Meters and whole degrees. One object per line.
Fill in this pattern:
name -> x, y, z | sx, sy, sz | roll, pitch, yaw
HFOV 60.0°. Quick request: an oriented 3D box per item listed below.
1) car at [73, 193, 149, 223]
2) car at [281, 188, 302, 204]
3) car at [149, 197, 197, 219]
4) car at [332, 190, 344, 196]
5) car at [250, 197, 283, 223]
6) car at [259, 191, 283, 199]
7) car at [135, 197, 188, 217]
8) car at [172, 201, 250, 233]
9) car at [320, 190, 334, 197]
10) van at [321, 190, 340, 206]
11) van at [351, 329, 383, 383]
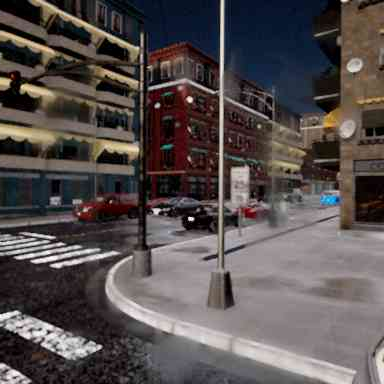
car -> -5.666, 1.021, 23.010 | 2.192, 1.841, 5.009 | 2, 2, 35
car -> 13.199, 0.533, 45.182 | 2.150, 2.045, 5.566 | 1, 1, 36
car -> -1.073, 1.156, 25.056 | 2.128, 1.511, 4.902 | 1, 1, 35
car -> 36.071, 0.247, 82.194 | 1.802, 1.307, 4.206 | 2, 2, 35
car -> 4.367, 1.278, 22.707 | 1.802, 1.307, 4.206 | 2, 2, 35
car -> 10.385, 0.870, 45.776 | 1.947, 1.339, 4.313 | 2, 2, 35
car -> -2.458, 1.170, 27.568 | 1.887, 1.381, 4.507 | 2, 2, 35
car -> 1.156, 1.342, 18.154 | 1.947, 1.339, 4.313 | 2, 2, 35
car -> 29.650, 0.369, 73.089 | 1.887, 1.381, 4.507 | 2, 2, 35
van -> 17.213, 0.716, 40.910 | 1.690, 1.788, 3.998 | 2, 2, 35
van -> 2.600, 1.342, 1.005 | 3.998, 1.788, 1.690 | 0, 0, 36
